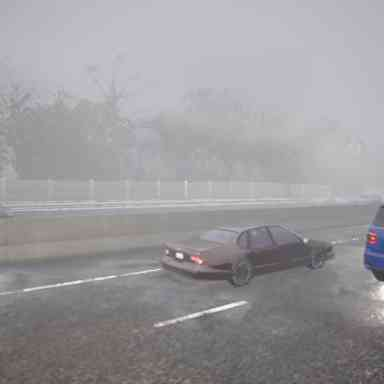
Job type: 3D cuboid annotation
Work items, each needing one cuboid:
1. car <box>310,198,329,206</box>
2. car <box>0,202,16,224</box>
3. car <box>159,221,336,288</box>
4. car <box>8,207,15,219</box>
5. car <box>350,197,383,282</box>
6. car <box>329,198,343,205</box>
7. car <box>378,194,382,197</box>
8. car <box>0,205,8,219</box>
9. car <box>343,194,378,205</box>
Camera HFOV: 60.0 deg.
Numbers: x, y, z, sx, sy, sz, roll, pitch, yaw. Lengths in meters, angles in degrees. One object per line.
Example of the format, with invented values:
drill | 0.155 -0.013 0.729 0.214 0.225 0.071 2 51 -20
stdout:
car | 19.244 1.556 47.763 5.357 1.411 2.033 0 0 -35
car | -15.181 1.505 23.231 4.892 1.490 1.837 0 0 -36
car | 1.749 1.546 9.294 5.357 1.411 2.033 0 0 -35
car | -13.389 1.526 20.238 4.674 1.442 1.812 0 0 -35
car | 6.609 1.221 8.463 5.566 2.045 2.150 0 0 -35
car | 21.142 1.486 44.821 5.008 1.535 1.882 0 0 -35
car | 24.288 1.232 38.477 5.566 2.045 2.150 0 0 -35
car | -12.300 1.505 16.716 4.892 1.490 1.837 0 0 -35
car | 21.347 1.228 40.686 5.566 2.045 2.150 0 0 -35
